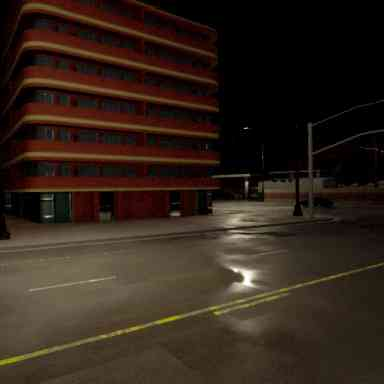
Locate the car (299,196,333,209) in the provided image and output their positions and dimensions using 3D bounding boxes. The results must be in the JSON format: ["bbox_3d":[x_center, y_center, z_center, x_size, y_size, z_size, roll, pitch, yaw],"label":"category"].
[{"bbox_3d":[15.794,1.355,43.122,1.837,1.490,4.892,-1,1,-37],"label":"car"}]

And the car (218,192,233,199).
[{"bbox_3d":[8.936,0.930,86.187,4.611,1.667,2.242,-1,1,-35],"label":"car"}]

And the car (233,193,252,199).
[{"bbox_3d":[12.907,1.061,81.965,3.806,1.475,1.970,-1,1,-35],"label":"car"}]
